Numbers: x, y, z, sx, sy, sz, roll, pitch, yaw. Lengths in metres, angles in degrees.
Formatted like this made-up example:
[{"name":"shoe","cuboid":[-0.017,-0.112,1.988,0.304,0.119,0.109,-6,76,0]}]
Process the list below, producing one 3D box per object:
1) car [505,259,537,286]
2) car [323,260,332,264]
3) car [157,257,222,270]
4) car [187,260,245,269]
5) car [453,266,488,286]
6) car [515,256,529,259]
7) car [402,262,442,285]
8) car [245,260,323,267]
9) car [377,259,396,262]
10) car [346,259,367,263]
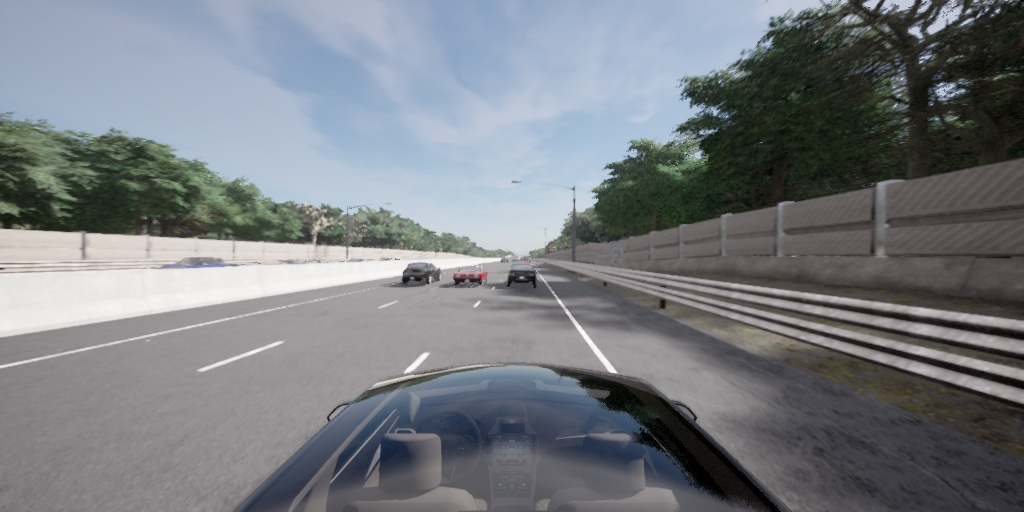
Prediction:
[{"name":"car","cuboid":[0.714,1.233,25.108,1.882,1.535,5.008,1,0,2]},{"name":"car","cuboid":[-23.155,1.111,43.019,1.895,1.301,4.718,1,0,3]},{"name":"car","cuboid":[-23.797,0.856,26.927,2.097,1.767,4.553,1,0,3]},{"name":"car","cuboid":[-20.335,1.141,26.092,1.895,1.301,4.718,1,0,3]},{"name":"car","cuboid":[-2.784,1.320,25.252,1.895,1.301,4.718,1,0,2]},{"name":"car","cuboid":[1.932,1.118,56.610,2.097,1.767,4.553,1,0,2]},{"name":"car","cuboid":[-6.281,1.190,25.367,1.837,1.490,4.892,1,0,2]},{"name":"car","cuboid":[-16.805,1.069,26.788,2.128,1.511,4.902,1,0,3]},{"name":"car","cuboid":[-16.026,1.076,45.821,2.128,1.511,4.902,1,0,3]},{"name":"car","cuboid":[-19.560,1.073,45.035,1.812,1.442,4.674,1,0,3]}]
